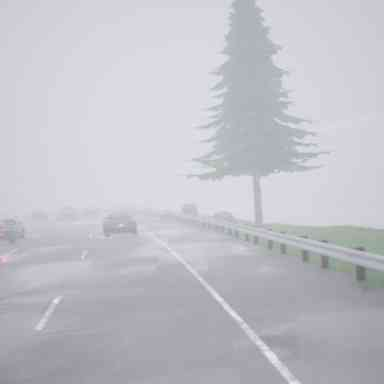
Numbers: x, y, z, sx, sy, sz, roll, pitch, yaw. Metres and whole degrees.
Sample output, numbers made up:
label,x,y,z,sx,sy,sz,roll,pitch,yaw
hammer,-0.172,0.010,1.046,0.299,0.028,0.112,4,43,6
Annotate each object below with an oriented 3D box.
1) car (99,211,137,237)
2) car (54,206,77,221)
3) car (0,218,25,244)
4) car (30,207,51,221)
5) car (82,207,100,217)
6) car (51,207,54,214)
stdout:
label,x,y,z,sx,sy,sz,roll,pitch,yaw
car,-4.779,2.008,21.687,1.994,1.385,4.181,-3,-1,-17
car,-15.637,2.562,41.409,2.097,1.767,4.553,-3,0,-24
car,-11.520,2.331,20.193,1.812,1.442,4.674,-3,-1,-17
car,-20.592,3.058,44.720,2.033,1.411,5.357,-3,-1,-27
car,-14.434,2.794,47.522,1.895,1.301,4.718,-3,-1,-26
car,-25.718,3.456,61.083,1.812,1.442,4.674,-3,-1,-31
